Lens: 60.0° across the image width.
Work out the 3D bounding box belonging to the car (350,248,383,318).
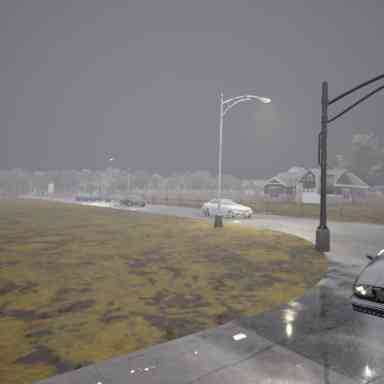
[{"bbox_3d":[5.056,1.548,6.990,2.033,1.411,5.357,0,0,42],"label":"car"}]

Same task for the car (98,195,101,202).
[{"bbox_3d":[-18.168,1.006,61.168,2.033,1.411,5.357,2,-1,-35],"label":"car"}]

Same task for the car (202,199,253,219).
[{"bbox_3d":[2.607,1.258,25.771,1.812,1.442,4.674,2,0,-35],"label":"car"}]

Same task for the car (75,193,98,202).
[{"bbox_3d":[-17.633,0.901,54.387,1.882,1.535,5.008,2,-1,-35],"label":"car"}]

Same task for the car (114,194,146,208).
[{"bbox_3d":[-7.180,1.050,39.540,1.837,1.490,4.892,2,-1,-35],"label":"car"}]

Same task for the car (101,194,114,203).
[{"bbox_3d":[-12.367,1.087,53.019,1.994,1.385,4.181,2,-1,-35],"label":"car"}]
